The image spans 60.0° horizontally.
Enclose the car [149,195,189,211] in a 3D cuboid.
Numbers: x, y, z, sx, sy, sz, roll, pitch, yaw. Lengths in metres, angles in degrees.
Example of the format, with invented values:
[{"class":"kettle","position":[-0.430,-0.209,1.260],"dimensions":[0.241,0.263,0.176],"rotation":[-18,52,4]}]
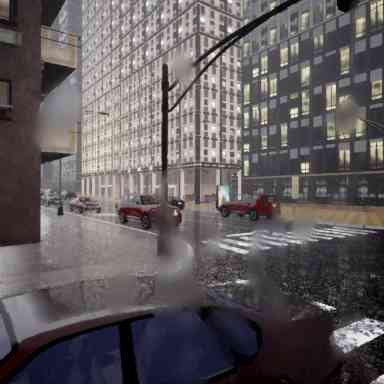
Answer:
[{"class":"car","position":[-2.386,1.070,33.234],"dimensions":[1.947,1.339,4.313],"rotation":[1,0,-36]}]

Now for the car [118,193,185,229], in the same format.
[{"class":"car","position":[-2.600,1.008,19.283],"dimensions":[2.192,1.841,5.009],"rotation":[2,0,-36]}]

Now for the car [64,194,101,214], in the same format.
[{"class":"car","position":[-9.128,1.067,28.257],"dimensions":[1.802,1.307,4.206],"rotation":[2,0,-36]}]

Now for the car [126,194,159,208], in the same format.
[{"class":"car","position":[-5.648,0.965,37.721],"dimensions":[1.947,1.339,4.313],"rotation":[1,0,-36]}]

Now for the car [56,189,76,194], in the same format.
[{"class":"car","position":[-19.568,0.516,52.447],"dimensions":[1.837,1.490,4.892],"rotation":[0,1,-36]}]

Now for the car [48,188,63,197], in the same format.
[{"class":"car","position":[-28.471,0.099,69.132],"dimensions":[1.967,1.590,4.097],"rotation":[1,0,-36]}]

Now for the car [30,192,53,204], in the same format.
[{"class":"car","position":[-18.909,0.752,41.715],"dimensions":[1.802,1.307,4.206],"rotation":[2,0,-36]}]

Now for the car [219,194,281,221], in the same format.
[{"class":"car","position":[4.142,1.027,24.259],"dimensions":[2.192,1.841,5.009],"rotation":[1,0,-36]}]

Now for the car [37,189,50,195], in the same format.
[{"class":"car","position":[-34.996,-0.011,78.108],"dimensions":[1.887,1.381,4.507],"rotation":[1,0,-36]}]

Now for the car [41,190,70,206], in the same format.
[{"class":"car","position":[-15.648,0.827,37.229],"dimensions":[2.008,1.369,4.403],"rotation":[2,0,-36]}]

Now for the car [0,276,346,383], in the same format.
[{"class":"car","position":[-0.935,1.548,2.697],"dimensions":[5.357,1.411,2.033],"rotation":[0,0,-35]}]

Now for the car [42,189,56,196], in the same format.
[{"class":"car","position":[-31.735,0.096,73.620],"dimensions":[1.887,1.381,4.507],"rotation":[1,0,-36]}]

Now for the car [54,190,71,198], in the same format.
[{"class":"car","position":[-25.213,0.309,64.646],"dimensions":[1.887,1.381,4.507],"rotation":[1,0,-36]}]
